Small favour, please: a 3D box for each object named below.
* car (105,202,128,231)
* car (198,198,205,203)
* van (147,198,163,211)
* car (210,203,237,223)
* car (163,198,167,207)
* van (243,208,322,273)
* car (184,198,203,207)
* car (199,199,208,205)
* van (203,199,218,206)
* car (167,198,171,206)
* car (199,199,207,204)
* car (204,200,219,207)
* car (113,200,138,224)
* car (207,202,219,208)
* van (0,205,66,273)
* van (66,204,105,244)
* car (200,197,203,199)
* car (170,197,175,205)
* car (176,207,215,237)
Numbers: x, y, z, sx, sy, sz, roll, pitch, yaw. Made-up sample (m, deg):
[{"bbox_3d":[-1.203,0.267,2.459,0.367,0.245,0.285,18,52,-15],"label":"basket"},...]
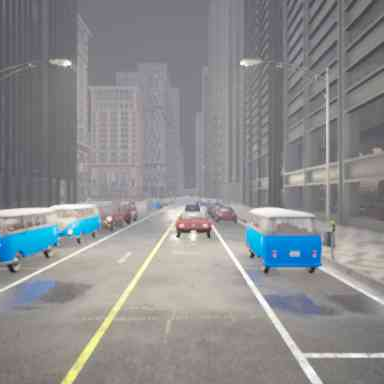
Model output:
[{"bbox_3d":[-5.779,1.664,22.046,1.967,1.590,4.097,0,-1,0],"label":"car"},{"bbox_3d":[2.699,2.464,95.550,1.752,1.417,4.829,0,-1,0],"label":"car"},{"bbox_3d":[-5.798,1.845,50.251,1.690,1.788,3.998,0,-1,0],"label":"van"},{"bbox_3d":[2.743,1.860,27.695,1.802,1.307,4.206,0,-1,0],"label":"car"},{"bbox_3d":[-5.801,2.104,55.889,1.887,1.381,4.507,0,-1,0],"label":"car"},{"bbox_3d":[2.753,1.450,10.776,1.690,1.788,3.998,0,-1,0],"label":"van"},{"bbox_3d":[0.074,1.896,41.802,1.882,1.535,5.008,0,-1,0],"label":"car"},{"bbox_3d":[2.710,2.329,78.459,2.008,1.369,4.403,0,-1,0],"label":"car"},{"bbox_3d":[2.731,1.787,44.619,1.690,1.788,3.998,0,-1,0],"label":"van"},{"bbox_3d":[-5.808,2.237,67.170,1.947,1.339,4.313,0,-1,0],"label":"car"},{"bbox_3d":[2.706,2.398,84.099,1.947,1.339,4.313,0,-1,0],"label":"car"},{"bbox_3d":[2.735,1.956,38.976,1.947,1.339,4.313,0,-1,0],"label":"car"},{"bbox_3d":[-5.784,1.595,27.688,2.192,1.841,5.009,0,-1,0],"label":"car"},{"bbox_3d":[2.739,1.916,33.335,1.802,1.307,4.206,0,-1,0],"label":"car"},{"bbox_3d":[-5.772,1.452,10.766,1.690,1.788,3.998,0,-1,0],"label":"van"},{"bbox_3d":[-5.776,1.508,16.406,1.690,1.788,3.998,0,-1,0],"label":"van"},{"bbox_3d":[2.717,2.214,67.178,1.887,1.381,4.507,0,-1,0],"label":"car"},{"bbox_3d":[-5.816,2.220,78.452,1.967,1.590,4.097,0,-1,0],"label":"car"},{"bbox_3d":[0.086,1.796,19.400,1.895,1.301,4.718,0,-1,0],"label":"car"}]
